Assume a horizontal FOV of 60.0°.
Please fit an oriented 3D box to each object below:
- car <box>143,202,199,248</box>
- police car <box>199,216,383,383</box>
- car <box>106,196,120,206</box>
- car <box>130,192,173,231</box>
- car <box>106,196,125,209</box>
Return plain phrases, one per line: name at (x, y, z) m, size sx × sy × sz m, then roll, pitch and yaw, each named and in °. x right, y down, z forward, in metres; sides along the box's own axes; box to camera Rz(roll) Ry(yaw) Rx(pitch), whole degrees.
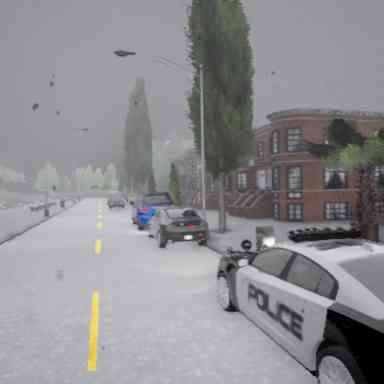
car at (-0.779, 1.392, 14.383) m, size 1.837 × 1.490 × 4.892 m, roll -1°, pitch 1°, yaw -15°
police car at (1.843, 1.340, 4.847) m, size 1.930 × 1.638 × 5.238 m, roll -1°, pitch 1°, yaw -15°
car at (-12.625, 1.362, 52.926) m, size 1.994 × 1.385 × 4.181 m, roll -1°, pitch 1°, yaw -15°
car at (-2.444, 1.044, 20.178) m, size 2.150 × 2.045 × 5.566 m, roll -5°, pitch 1°, yaw -15°
car at (-9.529, 1.431, 41.787) m, size 1.895 × 1.301 × 4.718 m, roll -1°, pitch 0°, yaw -15°
